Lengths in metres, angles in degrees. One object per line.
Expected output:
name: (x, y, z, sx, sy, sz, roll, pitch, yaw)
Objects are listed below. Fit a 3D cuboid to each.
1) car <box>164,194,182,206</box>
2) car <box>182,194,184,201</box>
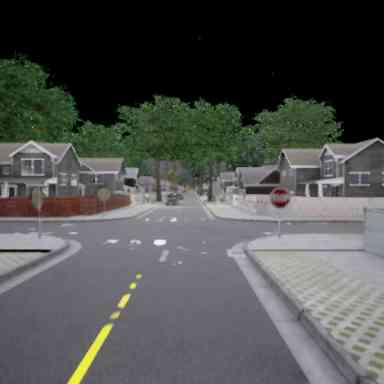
car: (-2.751, 1.269, 46.545, 1.837, 1.490, 4.892, 0, 2, 0)
car: (-2.751, 1.058, 70.146, 1.882, 1.535, 5.008, 0, 0, 0)
